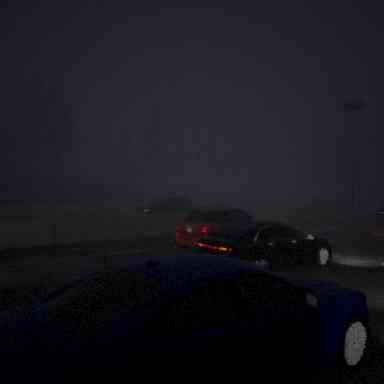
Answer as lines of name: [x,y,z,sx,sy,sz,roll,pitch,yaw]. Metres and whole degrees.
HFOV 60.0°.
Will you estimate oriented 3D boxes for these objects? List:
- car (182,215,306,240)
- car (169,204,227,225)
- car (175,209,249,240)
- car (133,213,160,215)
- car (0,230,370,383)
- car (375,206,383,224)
car: [2.299,1.598,9.984,4.892,1.490,1.837,1,0,-38]
car: [0.568,1.741,26.821,4.674,1.442,1.812,1,0,-40]
car: [1.580,1.471,13.862,4.553,1.767,2.097,1,-1,-38]
car: [-2.321,1.436,28.929,5.566,2.045,2.150,1,-1,-40]
car: [0.240,1.511,4.037,5.008,1.535,1.882,1,-1,-36]
car: [16.303,1.805,26.664,4.902,1.511,2.128,1,-1,-43]
